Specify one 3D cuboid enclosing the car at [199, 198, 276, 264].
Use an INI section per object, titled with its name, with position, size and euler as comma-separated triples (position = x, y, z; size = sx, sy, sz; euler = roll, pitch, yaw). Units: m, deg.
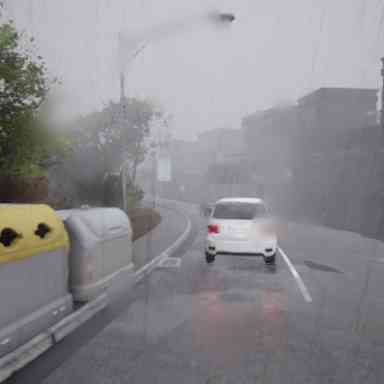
[car]
position = 1.711, 1.212, 12.050
size = 2.150, 2.045, 5.566
euler = 1, 1, 8
